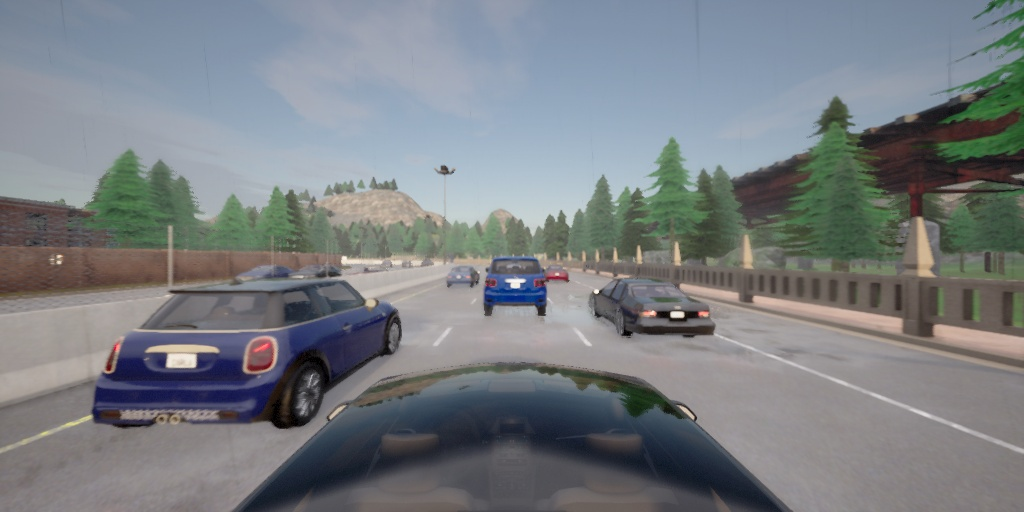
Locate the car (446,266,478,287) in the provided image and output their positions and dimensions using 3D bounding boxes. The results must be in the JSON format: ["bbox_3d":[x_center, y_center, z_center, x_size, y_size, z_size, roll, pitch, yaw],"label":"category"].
[{"bbox_3d":[-3.375,1.400,25.286,2.033,1.411,5.357,0,0,0],"label":"car"}]

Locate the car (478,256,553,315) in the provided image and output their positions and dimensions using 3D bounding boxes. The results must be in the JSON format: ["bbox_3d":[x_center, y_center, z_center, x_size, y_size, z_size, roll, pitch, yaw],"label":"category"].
[{"bbox_3d":[0.112,1.026,13.928,2.150,2.045,5.566,0,0,0],"label":"car"}]

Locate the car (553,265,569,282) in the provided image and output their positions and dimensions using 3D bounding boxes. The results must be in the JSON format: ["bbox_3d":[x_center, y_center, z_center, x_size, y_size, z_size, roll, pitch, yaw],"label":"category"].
[{"bbox_3d":[3.631,1.446,30.727,1.994,1.385,4.181,0,0,0],"label":"car"}]

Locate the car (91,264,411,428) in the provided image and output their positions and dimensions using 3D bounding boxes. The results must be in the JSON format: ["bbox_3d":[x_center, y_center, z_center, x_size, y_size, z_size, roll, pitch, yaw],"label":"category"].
[{"bbox_3d":[-3.416,1.118,5.848,2.097,1.767,4.553,0,0,0],"label":"car"}]

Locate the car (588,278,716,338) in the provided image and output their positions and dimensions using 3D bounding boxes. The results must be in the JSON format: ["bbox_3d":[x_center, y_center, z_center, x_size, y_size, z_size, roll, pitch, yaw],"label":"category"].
[{"bbox_3d":[3.604,1.338,10.315,2.033,1.411,5.357,0,0,0],"label":"car"}]

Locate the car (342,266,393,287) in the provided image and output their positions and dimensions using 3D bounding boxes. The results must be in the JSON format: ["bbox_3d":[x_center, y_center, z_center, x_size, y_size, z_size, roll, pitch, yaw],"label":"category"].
[{"bbox_3d":[-10.574,1.456,26.726,1.895,1.301,4.718,0,0,0],"label":"car"}]
